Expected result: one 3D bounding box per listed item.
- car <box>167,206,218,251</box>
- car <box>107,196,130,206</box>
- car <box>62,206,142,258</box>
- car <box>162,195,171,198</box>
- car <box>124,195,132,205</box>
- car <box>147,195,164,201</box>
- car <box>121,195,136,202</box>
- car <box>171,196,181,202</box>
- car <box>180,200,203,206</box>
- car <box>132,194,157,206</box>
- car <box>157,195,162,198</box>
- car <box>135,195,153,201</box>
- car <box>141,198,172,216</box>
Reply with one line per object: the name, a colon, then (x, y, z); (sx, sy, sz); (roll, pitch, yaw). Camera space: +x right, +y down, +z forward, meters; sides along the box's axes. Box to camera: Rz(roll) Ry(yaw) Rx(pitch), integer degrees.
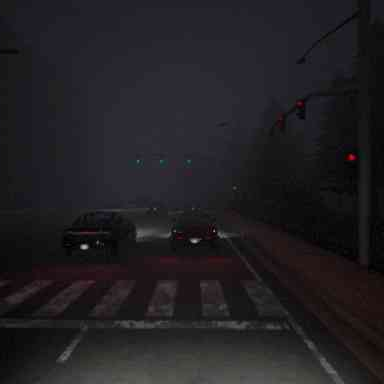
car: (0.093, 1.558, 14.162); (1.812, 1.442, 4.674); (0, 0, 0)
car: (-10.599, 1.670, 47.103); (1.994, 1.385, 4.181); (0, 0, 0)
car: (-3.408, 1.523, 12.961); (2.128, 1.511, 4.902); (0, 0, 0)
car: (-7.157, 1.529, 76.778); (2.097, 1.767, 4.553); (0, 0, -26)
car: (-10.653, 1.492, 61.126); (2.097, 1.767, 4.553); (0, 0, -2)
car: (-9.519, 1.524, 87.363); (1.882, 1.535, 5.008); (0, 0, -41)
car: (-14.583, 1.401, 76.033); (2.128, 1.511, 4.902); (0, 0, -26)
car: (-4.101, 1.677, 78.508); (1.837, 1.490, 4.892); (0, 0, -26)
car: (0.084, 1.622, 33.113); (2.033, 1.411, 5.357); (0, 0, 0)
car: (-7.081, 1.332, 49.927); (2.150, 2.045, 5.566); (0, 0, 1)
car: (-7.520, 1.502, 65.975); (2.097, 1.767, 4.553); (0, 0, -8)
car: (-12.306, 1.571, 85.245); (2.128, 1.511, 4.902); (0, 0, -41)
car: (-3.417, 1.623, 33.107); (2.033, 1.411, 5.357); (0, 0, 0)
